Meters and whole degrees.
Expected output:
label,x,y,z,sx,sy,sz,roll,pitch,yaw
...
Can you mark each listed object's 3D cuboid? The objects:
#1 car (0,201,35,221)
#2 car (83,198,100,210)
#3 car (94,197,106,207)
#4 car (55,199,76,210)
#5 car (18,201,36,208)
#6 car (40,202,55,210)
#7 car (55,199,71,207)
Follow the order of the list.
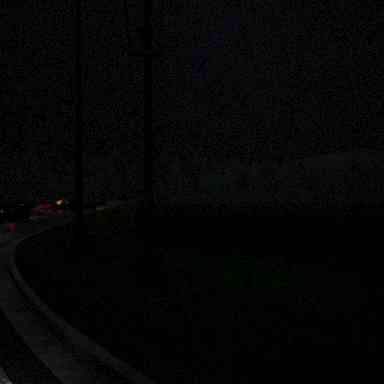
label,x,y,z,sx,sy,sz,roll,pitch,yaw
car,-16.991,1.770,31.452,2.097,1.767,4.553,0,0,-8
car,-16.868,2.188,54.451,1.994,1.385,4.181,0,-1,-8
car,-19.010,1.993,68.358,2.150,2.045,5.566,0,-1,-8
car,-20.447,2.147,54.729,2.128,1.511,4.902,0,0,-8
car,-32.921,2.455,66.566,1.895,1.301,4.718,0,-1,-8
car,-24.435,2.309,57.079,1.895,1.301,4.718,0,-1,-8
car,-25.903,2.119,66.946,1.882,1.535,5.008,0,-1,-8
